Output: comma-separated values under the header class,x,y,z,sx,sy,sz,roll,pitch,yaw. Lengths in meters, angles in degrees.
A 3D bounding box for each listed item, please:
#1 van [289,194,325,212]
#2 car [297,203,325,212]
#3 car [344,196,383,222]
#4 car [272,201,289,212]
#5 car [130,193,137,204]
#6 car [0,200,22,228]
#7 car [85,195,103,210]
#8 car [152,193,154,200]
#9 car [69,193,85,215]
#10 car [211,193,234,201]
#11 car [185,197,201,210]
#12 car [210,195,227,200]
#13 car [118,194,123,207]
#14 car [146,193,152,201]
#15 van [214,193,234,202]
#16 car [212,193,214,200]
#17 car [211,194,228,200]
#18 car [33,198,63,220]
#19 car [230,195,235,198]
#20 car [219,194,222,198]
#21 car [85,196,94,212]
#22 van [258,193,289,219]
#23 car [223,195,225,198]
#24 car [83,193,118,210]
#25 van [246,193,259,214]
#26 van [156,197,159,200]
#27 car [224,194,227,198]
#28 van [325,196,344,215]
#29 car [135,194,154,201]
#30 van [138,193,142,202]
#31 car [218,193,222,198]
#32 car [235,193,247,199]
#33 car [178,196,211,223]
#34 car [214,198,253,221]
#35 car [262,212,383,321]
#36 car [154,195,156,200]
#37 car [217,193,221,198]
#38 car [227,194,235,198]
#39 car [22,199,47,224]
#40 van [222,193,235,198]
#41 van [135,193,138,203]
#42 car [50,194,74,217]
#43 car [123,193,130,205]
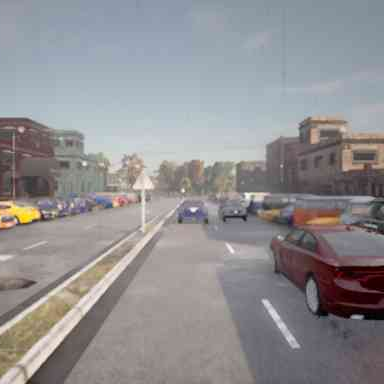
class,x,y,z,sx,sy,sz,roll,pitch,yaw
van,7.751,1.201,17.584,4.442,1.987,1.878,0,0,0
car,7.640,1.435,14.827,5.008,1.535,2.097,0,0,0
car,7.665,1.203,9.310,5.566,2.045,2.435,0,0,0
car,7.630,1.458,20.341,4.674,1.452,2.002,0,0,0
car,-12.564,1.428,57.668,4.674,1.452,2.002,0,0,0
car,-12.615,1.267,18.887,4.553,1.767,2.185,0,0,0
car,-12.570,1.365,35.561,4.892,1.521,2.231,0,0,0
car,-12.586,1.234,80.027,5.566,2.045,2.435,0,0,0
car,-12.548,1.244,30.003,4.553,1.767,2.185,0,0,0
car,7.640,1.252,83.757,5.566,2.045,2.435,0,0,0
car,0.085,1.381,41.792,1.882,1.535,5.008,0,0,0
car,7.605,1.588,94.789,4.674,1.452,2.002,0,0,0
car,-12.387,1.362,43.898,5.366,1.575,1.946,0,0,0
car,-12.531,1.203,74.343,5.566,2.045,2.435,0,0,0
van,7.496,1.250,78.242,4.442,1.987,1.878,0,0,0
car,7.620,1.462,75.484,5.008,1.535,2.097,0,0,0
car,7.577,1.415,92.032,4.553,1.767,2.185,0,0,0
car,-12.587,1.380,24.445,4.892,1.521,2.231,0,0,0
car,7.655,1.413,42.398,4.792,1.488,2.163,0,0,0
car,7.614,1.398,56.185,4.892,1.521,2.231,0,0,0
car,-12.575,1.406,32.783,4.674,1.452,2.002,0,0,0
van,7.748,1.177,25.857,4.442,1.987,1.878,0,0,0
car,7.620,1.429,50.671,4.674,1.452,2.002,0,0,0
car,-12.546,1.111,41.120,5.566,2.045,2.435,0,0,0
van,7.746,1.167,31.370,4.442,1.987,1.878,0,0,0
van,-12.434,1.332,93.799,4.442,1.987,1.878,0,0,0
car,7.809,1.383,47.912,5.366,1.575,1.946,0,0,0
van,7.519,1.219,12.068,4.442,1.987,1.878,0,0,0
car,-12.584,1.406,88.363,4.553,1.767,2.185,0,0,0
van,-12.447,1.180,63.350,4.442,1.987,1.878,0,0,0
car,7.614,1.405,58.941,4.892,1.521,2.231,0,0,0
car,7.656,1.137,34.128,5.566,2.045,2.435,0,0,0
car,0.090,1.278,24.946,2.097,1.767,4.553,0,0,0
car,3.096,1.470,25.960,2.033,1.411,5.357,0,0,0
car,3.108,1.457,7.436,1.882,1.535,5.008,0,0,0
car,-12.549,1.516,85.458,5.008,1.535,2.097,0,0,0
car,7.613,1.411,61.698,4.892,1.521,2.231,0,0,0
car,7.618,1.385,45.157,4.892,1.521,2.231,0,0,0
car,-12.578,1.386,21.668,5.008,1.535,2.097,0,0,0
van,7.504,1.167,53.304,4.442,1.987,1.878,0,0,0
van,-12.682,1.171,60.573,4.442,1.987,1.878,0,0,0
car,-12.549,1.248,27.223,4.553,1.767,2.185,0,0,0
car,-12.542,1.119,49.455,5.566,2.045,2.435,0,0,0
